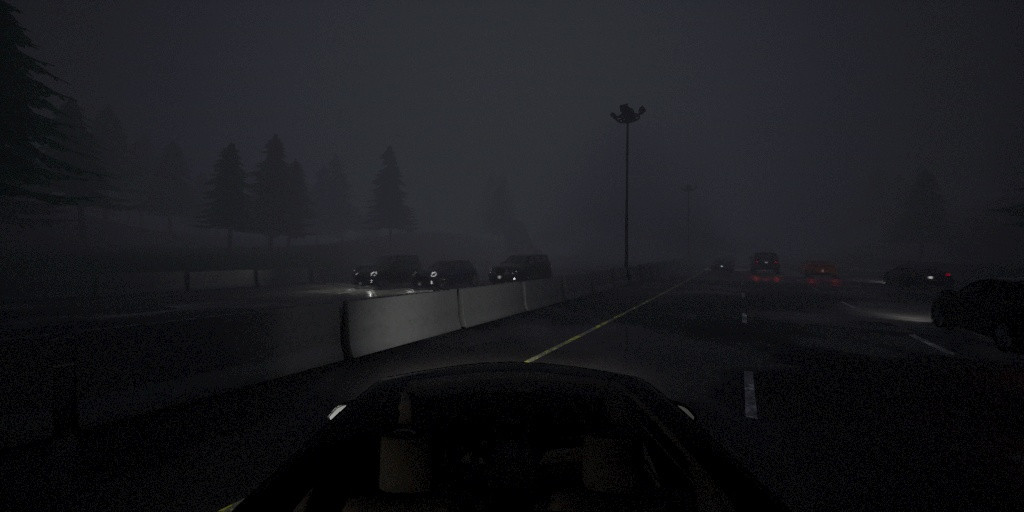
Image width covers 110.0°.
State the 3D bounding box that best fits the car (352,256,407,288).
[{"bbox_3d":[-7.899,1.057,23.394,2.097,1.767,4.553,0,0,33],"label":"car"}]

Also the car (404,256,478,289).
[{"bbox_3d":[-4.176,1.051,22.725,2.097,1.767,4.553,0,0,33],"label":"car"}]

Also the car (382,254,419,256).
[{"bbox_3d":[-9.382,0.907,27.585,2.150,2.045,5.566,0,0,33],"label":"car"}]

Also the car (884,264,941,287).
[{"bbox_3d":[24.444,1.142,21.695,1.994,1.385,4.181,0,1,33],"label":"car"}]

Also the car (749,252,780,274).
[{"bbox_3d":[24.395,0.627,34.648,2.150,2.045,5.566,0,1,32],"label":"car"}]

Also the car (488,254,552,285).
[{"bbox_3d":[0.717,0.897,23.891,2.150,2.045,5.566,0,0,33],"label":"car"}]

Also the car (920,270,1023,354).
[{"bbox_3d":[11.616,1.239,8.063,1.837,1.490,4.892,0,0,32],"label":"car"}]

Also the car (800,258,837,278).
[{"bbox_3d":[25.716,0.938,30.209,1.882,1.535,5.008,0,1,32],"label":"car"}]

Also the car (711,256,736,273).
[{"bbox_3d":[21.817,0.955,37.121,1.994,1.385,4.181,0,1,33],"label":"car"}]
